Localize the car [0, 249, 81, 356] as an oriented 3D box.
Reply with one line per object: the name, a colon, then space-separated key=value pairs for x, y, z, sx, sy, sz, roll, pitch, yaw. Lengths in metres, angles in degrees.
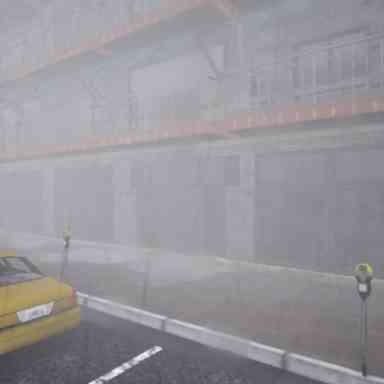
car: x=-3.901 y=1.524 z=5.657 sx=4.829 sy=1.417 sz=1.752 roll=0 pitch=0 yaw=35
